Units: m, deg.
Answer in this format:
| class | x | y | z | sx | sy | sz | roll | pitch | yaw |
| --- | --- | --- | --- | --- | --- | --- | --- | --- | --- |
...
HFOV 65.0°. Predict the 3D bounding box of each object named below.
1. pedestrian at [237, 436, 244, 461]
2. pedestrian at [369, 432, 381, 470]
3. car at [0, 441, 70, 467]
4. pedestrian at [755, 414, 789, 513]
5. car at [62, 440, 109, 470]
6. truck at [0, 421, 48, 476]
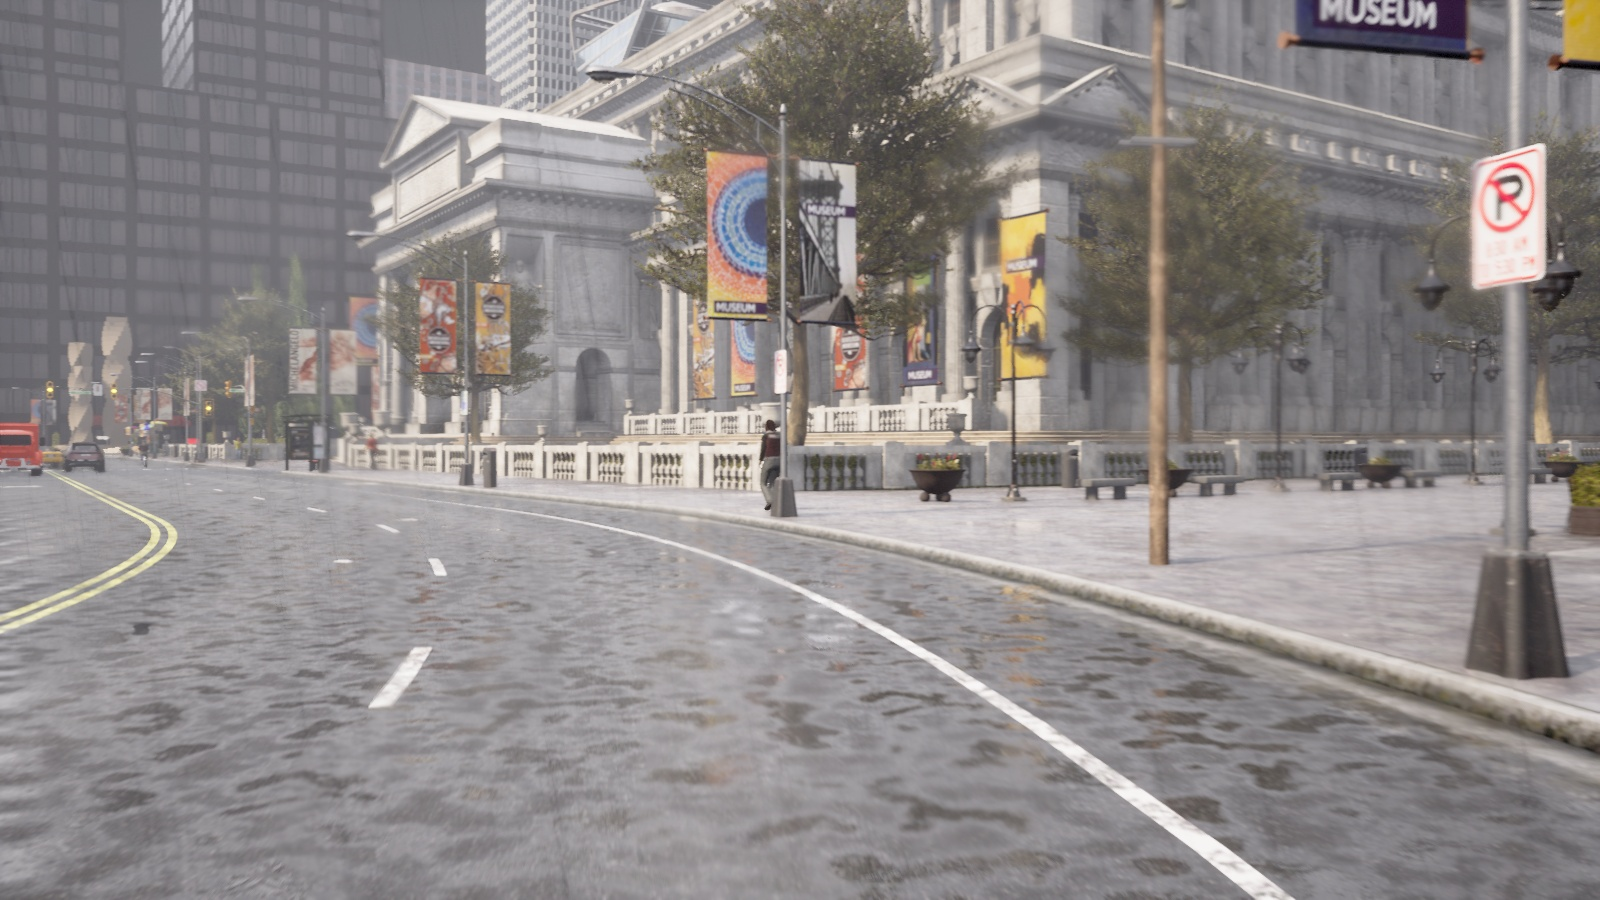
| class | x | y | z | sx | sy | sz | roll | pitch | yaw |
| --- | --- | --- | --- | --- | --- | --- | --- | --- | --- |
| pedestrian | -40.168 | -0.101 | 90.185 | 0.354 | 1.836 | 0.706 | 0 | 0 | -32 |
| pedestrian | -20.770 | 0.059 | 61.349 | 0.331 | 1.846 | 0.636 | 0 | 0 | -40 |
| car | -48.838 | 0.239 | 80.019 | 5.366 | 1.575 | 1.801 | 0 | 0 | 34 |
| pedestrian | -0.562 | 0.263 | 24.847 | 0.402 | 1.930 | 0.666 | 0 | 0 | -30 |
| car | -40.678 | 0.277 | 71.449 | 2.033 | 1.649 | 4.856 | 0 | 0 | -33 |
| truck | -38.305 | -0.113 | 61.272 | 2.627 | 2.467 | 5.204 | 0 | 3 | -33 |
